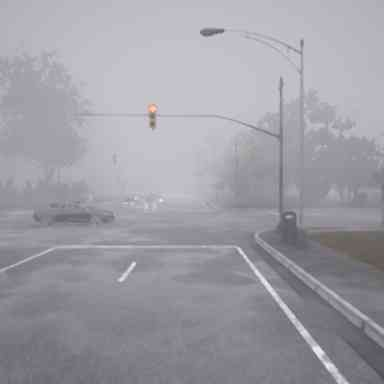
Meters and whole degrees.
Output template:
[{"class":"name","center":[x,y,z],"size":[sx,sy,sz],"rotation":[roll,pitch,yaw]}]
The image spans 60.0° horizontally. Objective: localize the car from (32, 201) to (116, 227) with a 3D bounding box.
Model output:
[{"class":"car","center":[-7.244,1.312,20.681],"size":[4.902,1.511,2.128],"rotation":[0,1,-3]}]

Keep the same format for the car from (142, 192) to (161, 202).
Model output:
[{"class":"car","center":[-7.036,0.973,57.989],"size":[1.837,1.490,4.892],"rotation":[0,1,0]}]

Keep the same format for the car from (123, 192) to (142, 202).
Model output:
[{"class":"car","center":[-10.531,1.023,57.477],"size":[2.033,1.411,5.357],"rotation":[0,1,0]}]

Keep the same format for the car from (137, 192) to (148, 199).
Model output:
[{"class":"car","center":[-10.817,0.794,72.808],"size":[1.812,1.442,4.674],"rotation":[0,1,-2]}]

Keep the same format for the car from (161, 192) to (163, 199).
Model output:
[{"class":"car","center":[-7.333,0.788,73.322],"size":[2.128,1.511,4.902],"rotation":[0,1,-2]}]
